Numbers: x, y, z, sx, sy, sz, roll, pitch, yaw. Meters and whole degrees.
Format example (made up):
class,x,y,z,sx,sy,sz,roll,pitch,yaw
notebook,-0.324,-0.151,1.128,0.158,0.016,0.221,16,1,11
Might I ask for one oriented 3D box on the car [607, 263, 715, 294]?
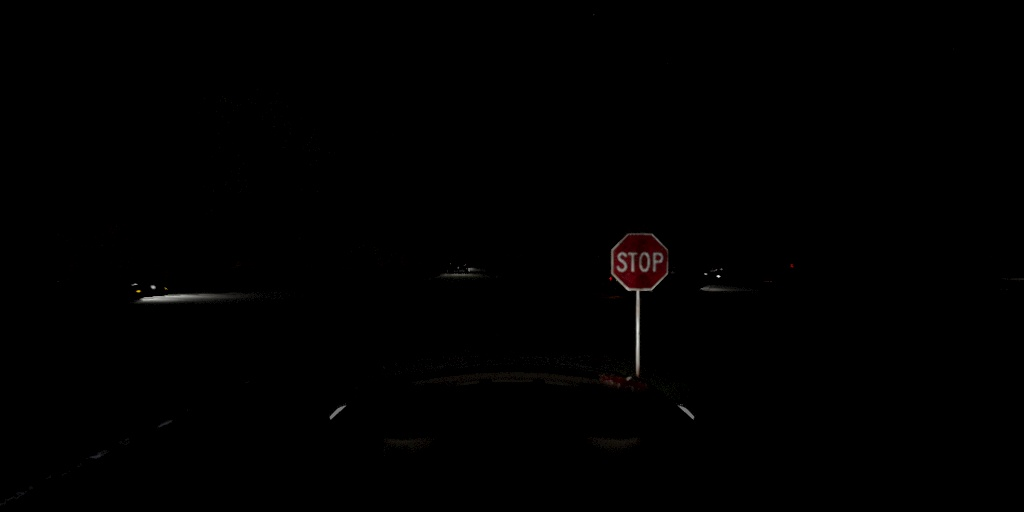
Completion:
class,x,y,z,sx,sy,sz,roll,pitch,yaw
car,7.802,1.222,19.230,5.357,1.411,2.033,0,0,-19

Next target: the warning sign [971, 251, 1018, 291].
class,x,y,z,sx,sy,sz,roll,pitch,yaw
warning sign,22.744,0.690,16.913,1.060,1.860,1.300,0,0,-4

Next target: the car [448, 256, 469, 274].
class,x,y,z,sx,sy,sz,roll,pitch,yaw
car,-6.307,0.967,42.685,2.150,2.045,5.566,0,0,-7

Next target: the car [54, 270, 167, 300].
class,x,y,z,sx,sy,sz,roll,pitch,yaw
car,-20.357,1.429,18.299,4.181,1.385,1.994,0,0,-1

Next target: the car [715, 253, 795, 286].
class,x,y,z,sx,sy,sz,roll,pitch,yaw
car,15.407,0.828,23.580,5.566,2.045,2.150,0,0,-4
